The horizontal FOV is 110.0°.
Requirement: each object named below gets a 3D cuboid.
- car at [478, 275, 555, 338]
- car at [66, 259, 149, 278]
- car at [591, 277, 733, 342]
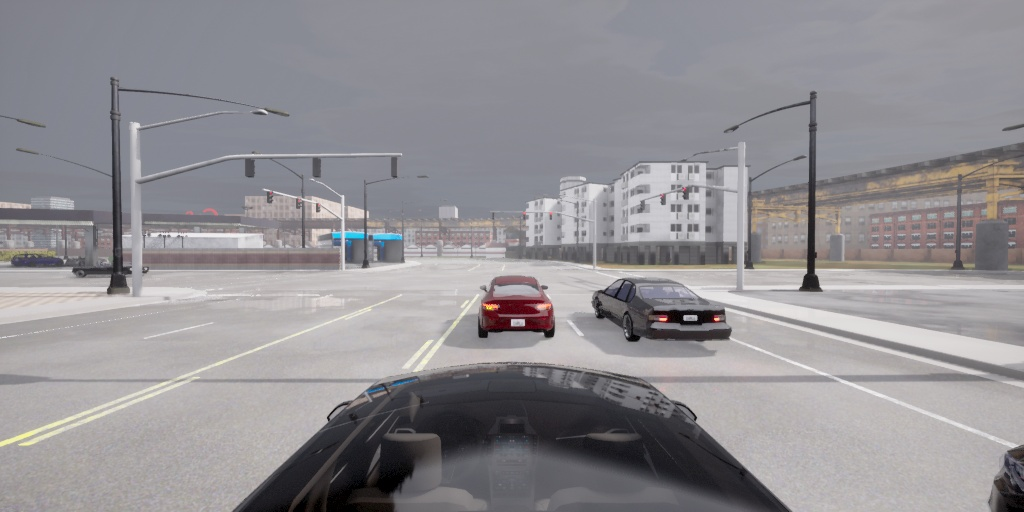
[{"bbox_3d":[0.069,1.257,10.000,1.812,1.442,4.674,0,0,-1],"label":"car"},{"bbox_3d":[-33.770,1.137,30.184,4.718,1.301,1.895,0,1,-1],"label":"car"},{"bbox_3d":[3.580,1.283,9.716,2.033,1.411,5.357,0,0,0],"label":"car"}]
